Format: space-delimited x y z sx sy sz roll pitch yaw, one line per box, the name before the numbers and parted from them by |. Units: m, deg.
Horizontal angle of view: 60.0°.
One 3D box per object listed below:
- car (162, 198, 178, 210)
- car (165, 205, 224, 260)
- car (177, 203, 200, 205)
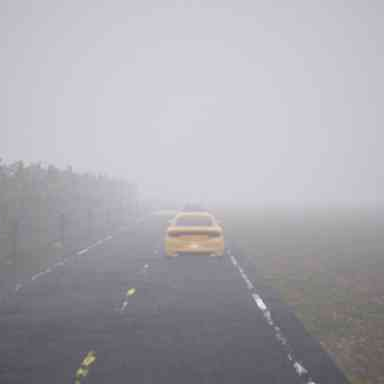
car | -2.816 1.507 43.181 2.128 1.511 4.902 0 0 0
car | 0.083 1.480 12.442 1.882 1.535 5.008 0 0 0
car | 0.088 1.570 26.998 1.994 1.385 4.181 0 0 0
